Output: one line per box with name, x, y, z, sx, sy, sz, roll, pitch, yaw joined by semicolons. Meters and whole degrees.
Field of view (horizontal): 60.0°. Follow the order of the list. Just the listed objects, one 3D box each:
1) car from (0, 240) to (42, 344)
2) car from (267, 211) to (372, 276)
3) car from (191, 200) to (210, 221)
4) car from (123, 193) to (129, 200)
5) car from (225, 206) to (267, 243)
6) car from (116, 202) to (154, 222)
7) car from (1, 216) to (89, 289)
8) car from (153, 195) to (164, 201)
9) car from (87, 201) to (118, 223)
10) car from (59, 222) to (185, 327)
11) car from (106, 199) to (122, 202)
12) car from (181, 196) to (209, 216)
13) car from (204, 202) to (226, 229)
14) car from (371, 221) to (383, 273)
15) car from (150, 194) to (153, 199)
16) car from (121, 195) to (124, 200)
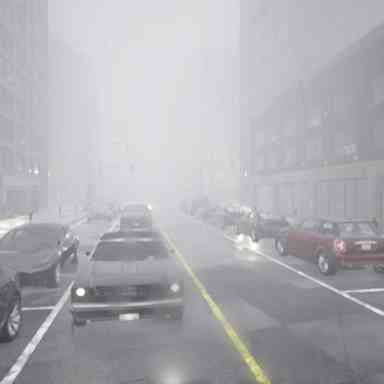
car;-3.319;1.565;3.645;1.947;1.339;4.313;0;0;-9
car;4.182;1.444;10.506;1.967;1.590;4.097;0;0;-9
car;1.464;1.573;26.852;1.947;1.339;4.313;0;0;-9
car;-18.309;1.491;90.537;1.967;1.590;4.097;0;0;-11
car;3.276;1.556;15.955;2.008;1.369;4.403;0;0;-9
car;-3.442;1.481;20.645;1.882;1.535;5.008;0;0;-9
car;-4.226;1.566;9.095;1.947;1.339;4.313;0;0;-9
car;-7.831;1.482;80.998;1.967;1.590;4.097;0;0;-11
car;-6.945;1.585;25.446;1.802;1.307;4.206;0;0;-9
car;-1.328;1.602;7.269;1.895;1.301;4.718;0;0;-9
car;-7.852;1.570;30.896;1.947;1.339;4.313;0;0;-9
car;0.558;1.323;32.301;2.192;1.841;5.009;0;0;-9
car;2.370;1.557;21.403;2.008;1.369;4.403;0;0;-9
car;5.089;1.444;5.057;1.967;1.590;4.097;0;0;-9
car;-9.930;1.638;92.112;1.802;1.307;4.206;0;0;-11
car;-8.758;1.445;36.346;1.967;1.590;4.097;0;0;-9
